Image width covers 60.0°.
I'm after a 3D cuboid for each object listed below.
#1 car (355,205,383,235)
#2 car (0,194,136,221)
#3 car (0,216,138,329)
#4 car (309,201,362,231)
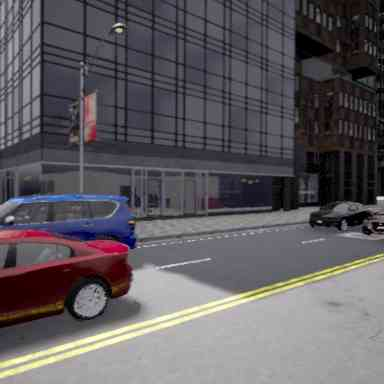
[{"bbox_3d":[10.191,1.456,16.504,4.181,1.385,1.994,0,1,-39],"label":"car"},{"bbox_3d":[-4.201,1.104,9.052,5.566,2.045,2.150,0,1,-37],"label":"car"},{"bbox_3d":[-3.409,1.400,5.425,5.008,1.535,1.882,0,1,-39],"label":"car"},{"bbox_3d":[8.856,1.330,19.607,5.008,1.535,1.882,0,1,-39],"label":"car"}]
